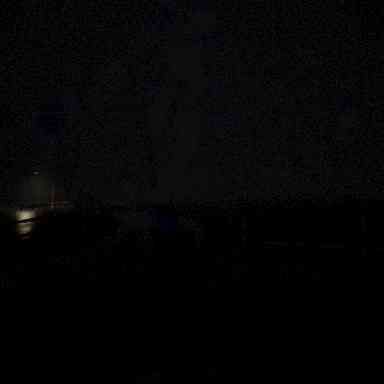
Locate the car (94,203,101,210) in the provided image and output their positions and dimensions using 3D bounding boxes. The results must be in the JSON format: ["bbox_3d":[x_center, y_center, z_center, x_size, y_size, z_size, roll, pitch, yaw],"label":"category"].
[{"bbox_3d":[-17.832,2.493,57.509,4.718,1.301,1.895,-2,-1,42],"label":"car"}]

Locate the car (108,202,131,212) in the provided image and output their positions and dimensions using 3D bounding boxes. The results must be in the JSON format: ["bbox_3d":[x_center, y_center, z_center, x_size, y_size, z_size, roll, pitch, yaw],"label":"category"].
[{"bbox_3d":[-10.931,2.163,49.675,1.882,1.535,5.008,-1,-1,-37],"label":"car"}]
